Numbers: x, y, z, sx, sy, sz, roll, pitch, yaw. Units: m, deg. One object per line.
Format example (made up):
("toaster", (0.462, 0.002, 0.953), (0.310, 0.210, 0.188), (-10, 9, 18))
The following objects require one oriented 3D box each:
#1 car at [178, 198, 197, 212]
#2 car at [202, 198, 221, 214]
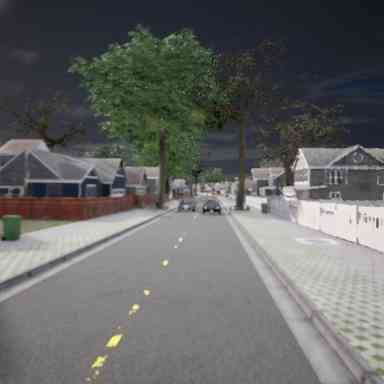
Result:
("car", (-0.510, 1.465, 38.612), (2.128, 1.511, 4.902), (1, 0, 3))
("car", (2.101, 1.610, 35.278), (1.895, 1.301, 4.718), (1, 0, 4))
